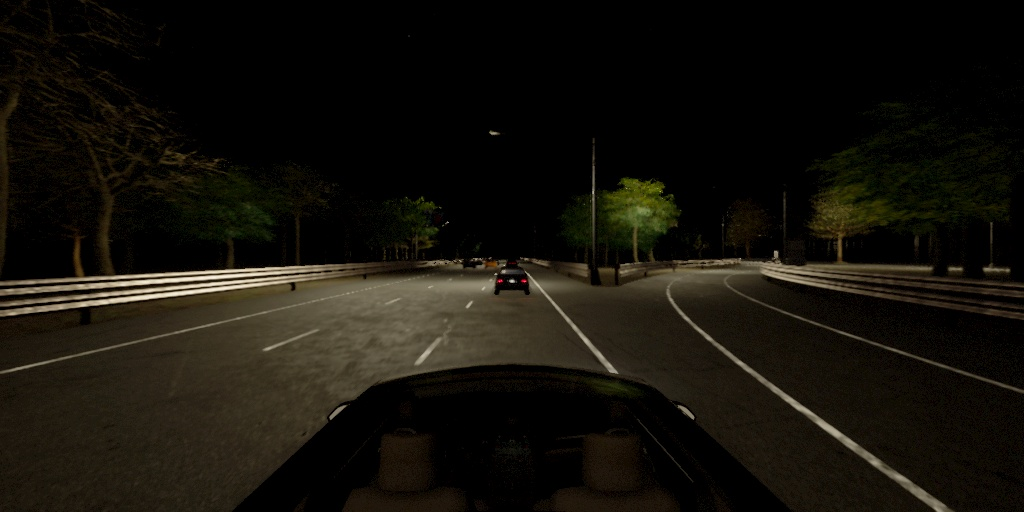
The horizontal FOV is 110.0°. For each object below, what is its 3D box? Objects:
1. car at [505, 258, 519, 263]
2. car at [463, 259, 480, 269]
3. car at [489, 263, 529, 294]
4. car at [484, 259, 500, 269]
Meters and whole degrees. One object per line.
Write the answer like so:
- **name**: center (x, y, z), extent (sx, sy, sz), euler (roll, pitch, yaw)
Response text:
- **car**: center (0.019, 1.281, 55.447), extent (1.837, 1.490, 4.892), euler (0, 0, 2)
- **car**: center (-6.994, 1.387, 59.933), extent (1.994, 1.385, 4.181), euler (0, 0, 0)
- **car**: center (0.000, 1.298, 20.359), extent (2.033, 1.411, 5.357), euler (0, 0, 0)
- **car**: center (-3.494, 1.299, 59.549), extent (1.882, 1.535, 5.008), euler (0, 0, 0)
